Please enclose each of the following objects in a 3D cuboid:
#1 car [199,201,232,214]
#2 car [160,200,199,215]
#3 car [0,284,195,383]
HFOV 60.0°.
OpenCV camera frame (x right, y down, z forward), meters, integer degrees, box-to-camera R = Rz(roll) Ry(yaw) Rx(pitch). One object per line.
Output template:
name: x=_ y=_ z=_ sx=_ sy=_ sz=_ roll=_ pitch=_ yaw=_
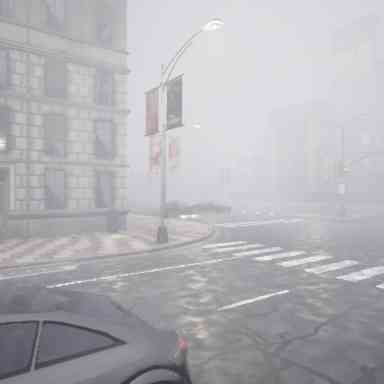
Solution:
car: x=2.082 y=1.601 z=34.965 sx=1.895 sy=1.301 sz=4.718 roll=0 pitch=0 yaw=-36
car: x=-1.579 y=1.564 z=34.067 sx=1.994 sy=1.385 sz=4.181 roll=0 pitch=0 yaw=-36
car: x=-2.021 y=1.564 z=2.595 sx=4.181 sy=1.385 sz=1.994 roll=0 pitch=0 yaw=-36
